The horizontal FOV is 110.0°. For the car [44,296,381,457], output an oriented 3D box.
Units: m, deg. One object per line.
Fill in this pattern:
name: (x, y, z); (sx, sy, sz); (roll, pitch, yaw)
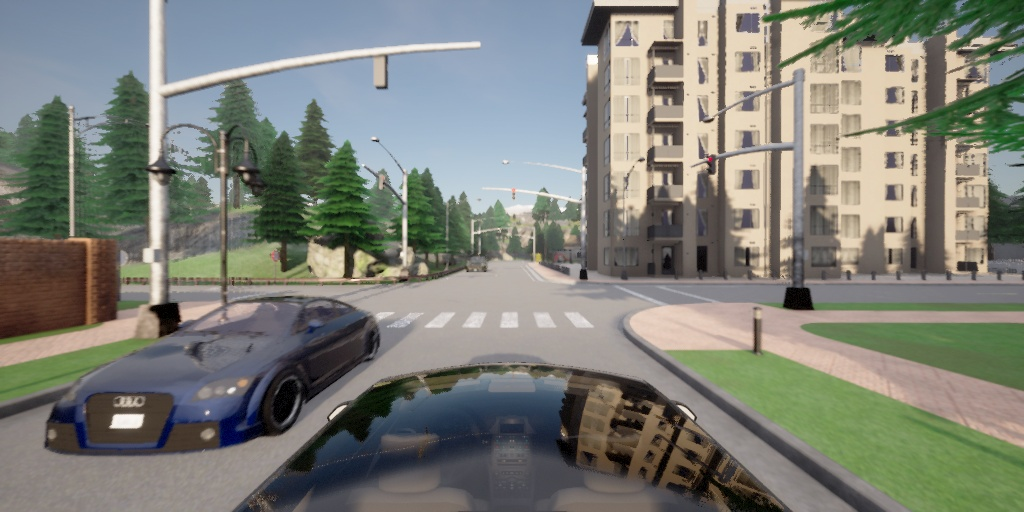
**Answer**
car: (-3.524, 1.310, 5.268); (1.994, 1.385, 4.181); (0, 0, 0)

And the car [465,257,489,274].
car: (-3.661, 0.842, 38.050); (2.097, 1.767, 4.553); (0, 0, 0)
